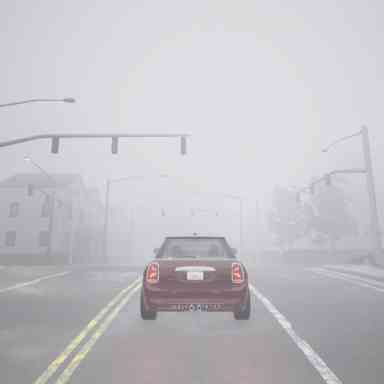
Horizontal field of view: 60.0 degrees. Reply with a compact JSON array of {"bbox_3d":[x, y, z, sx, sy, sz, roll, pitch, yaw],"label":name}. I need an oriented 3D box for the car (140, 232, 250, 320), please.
[{"bbox_3d":[0.078,1.790,8.228,2.097,1.767,4.553,0,-6,0],"label":"car"}]

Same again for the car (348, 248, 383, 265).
[{"bbox_3d":[16.227,5.692,29.053,4.892,1.490,1.837,0,-12,1],"label":"car"}]
